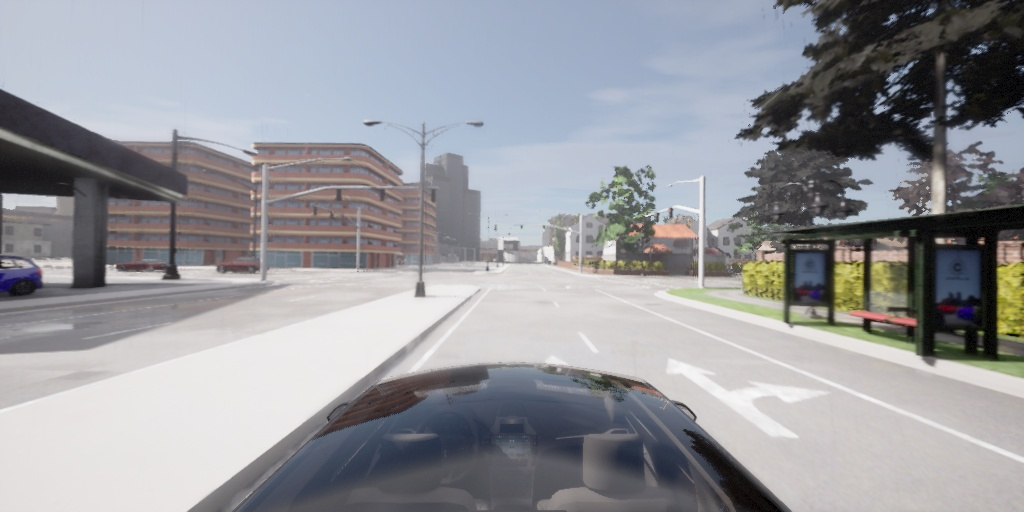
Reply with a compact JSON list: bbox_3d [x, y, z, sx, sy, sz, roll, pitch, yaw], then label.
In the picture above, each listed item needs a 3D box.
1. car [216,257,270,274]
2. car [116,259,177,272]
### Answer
[{"bbox_3d":[-27.772,0.920,37.080,4.553,1.767,2.097,1,0,0],"label":"car"},{"bbox_3d":[-37.847,1.000,37.093,4.718,1.301,1.895,1,0,0],"label":"car"}]
